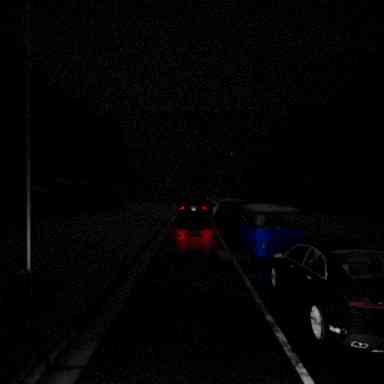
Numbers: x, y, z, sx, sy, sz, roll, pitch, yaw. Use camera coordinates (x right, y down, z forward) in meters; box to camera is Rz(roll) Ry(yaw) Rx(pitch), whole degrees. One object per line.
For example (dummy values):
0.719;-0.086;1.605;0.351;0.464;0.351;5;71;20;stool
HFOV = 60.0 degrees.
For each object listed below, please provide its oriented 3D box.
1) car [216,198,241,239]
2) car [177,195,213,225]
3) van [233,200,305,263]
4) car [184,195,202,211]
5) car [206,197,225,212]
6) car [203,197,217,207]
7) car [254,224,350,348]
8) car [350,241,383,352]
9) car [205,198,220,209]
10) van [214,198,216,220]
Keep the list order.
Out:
2.642;1.307;17.109;2.192;1.841;5.009;0;0;0;car
0.109;1.209;24.250;2.150;2.045;5.566;0;0;0;car
2.640;1.335;11.633;1.690;1.788;3.998;0;0;0;van
0.117;1.331;41.268;2.097;1.767;4.553;0;0;0;car
2.652;1.420;39.011;1.967;1.590;4.097;0;0;0;car
2.657;1.525;49.962;2.008;1.369;4.403;0;0;0;car
2.638;1.548;6.158;2.008;1.369;4.403;0;0;0;car
2.635;1.315;0.683;2.192;1.841;5.009;0;0;0;car
2.655;1.503;44.657;1.752;1.417;4.829;0;0;0;car
2.645;1.330;22.584;1.690;1.788;3.998;0;0;0;van
